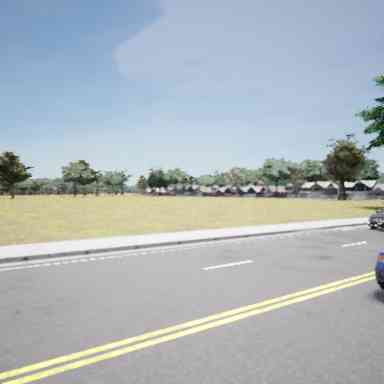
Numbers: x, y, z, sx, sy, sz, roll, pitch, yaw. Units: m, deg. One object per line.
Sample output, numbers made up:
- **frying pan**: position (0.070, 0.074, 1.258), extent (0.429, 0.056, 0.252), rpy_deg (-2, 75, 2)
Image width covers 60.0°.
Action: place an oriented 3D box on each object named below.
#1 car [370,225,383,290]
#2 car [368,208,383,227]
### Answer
- **car**: position (6.052, 1.557, 7.754), extent (4.674, 1.442, 1.812), rpy_deg (0, 0, -36)
- **car**: position (13.000, 1.585, 20.936), extent (4.892, 1.490, 1.837), rpy_deg (0, 0, -35)
